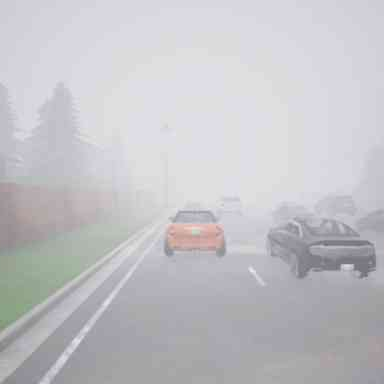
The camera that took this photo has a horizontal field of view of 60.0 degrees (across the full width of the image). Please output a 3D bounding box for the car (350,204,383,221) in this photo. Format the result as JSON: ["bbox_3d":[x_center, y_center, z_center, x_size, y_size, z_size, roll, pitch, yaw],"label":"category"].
[{"bbox_3d":[10.608,1.588,17.739,1.812,1.442,4.674,0,0,0],"label":"car"}]

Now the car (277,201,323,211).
[{"bbox_3d":[7.108,1.632,23.774,2.033,1.411,5.357,0,0,0],"label":"car"}]

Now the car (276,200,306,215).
[{"bbox_3d":[10.615,1.653,35.975,1.812,1.442,4.674,0,0,0],"label":"car"}]

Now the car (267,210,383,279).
[{"bbox_3d":[3.603,1.528,10.137,2.128,1.511,4.902,0,0,0],"label":"car"}]

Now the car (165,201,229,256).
[{"bbox_3d":[0.104,1.400,13.518,2.097,1.767,4.553,0,0,0],"label":"car"}]

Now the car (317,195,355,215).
[{"bbox_3d":[14.113,1.338,33.031,2.150,2.045,5.566,0,0,0],"label":"car"}]

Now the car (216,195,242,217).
[{"bbox_3d":[3.613,1.340,33.041,2.150,2.045,5.566,0,0,0],"label":"car"}]

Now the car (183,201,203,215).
[{"bbox_3d":[0.112,1.692,35.790,1.994,1.385,4.181,0,0,0],"label":"car"}]
